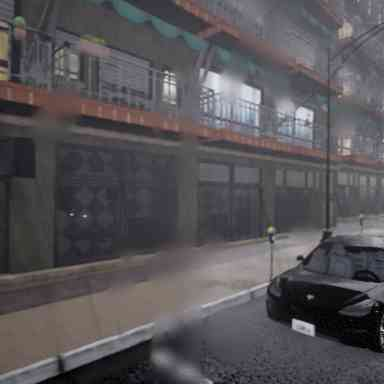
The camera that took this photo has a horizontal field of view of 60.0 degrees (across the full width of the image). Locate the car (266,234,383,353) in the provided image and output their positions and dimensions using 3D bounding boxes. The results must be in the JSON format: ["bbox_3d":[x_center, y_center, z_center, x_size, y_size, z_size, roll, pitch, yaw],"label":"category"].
[{"bbox_3d":[3.141,1.540,6.229,4.313,1.339,1.947,0,1,-44],"label":"car"}]
